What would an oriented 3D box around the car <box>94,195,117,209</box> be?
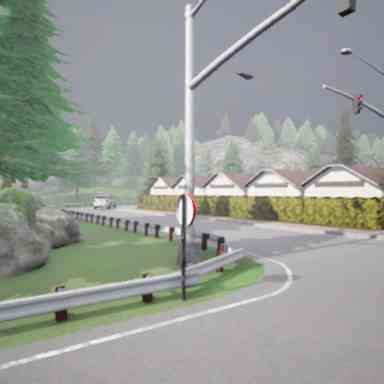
[{"bbox_3d":[-12.552,1.396,48.407,2.150,2.045,5.566,-1,0,0],"label":"car"}]
